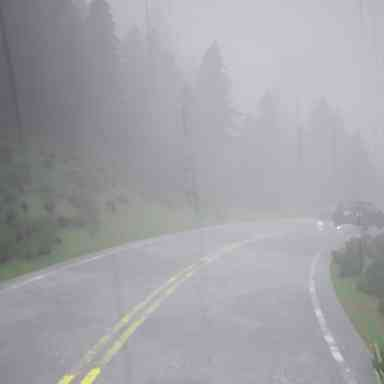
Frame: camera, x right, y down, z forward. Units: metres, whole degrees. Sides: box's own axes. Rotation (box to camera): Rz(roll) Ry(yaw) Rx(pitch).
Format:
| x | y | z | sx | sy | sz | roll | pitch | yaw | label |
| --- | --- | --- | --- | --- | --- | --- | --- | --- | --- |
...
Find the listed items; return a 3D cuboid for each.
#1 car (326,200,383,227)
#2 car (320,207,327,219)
| x | y | z | sx | sy | sz | roll | pitch | yaw | label |
| --- | --- | --- | --- | --- | --- | --- | --- | --- | --- |
| 12.280 | 1.690 | 24.300 | 5.566 | 2.045 | 2.150 | 4 | 1 | -45 | car |
| 13.130 | 1.827 | 29.671 | 4.674 | 1.442 | 1.812 | 2 | 2 | -45 | car |
